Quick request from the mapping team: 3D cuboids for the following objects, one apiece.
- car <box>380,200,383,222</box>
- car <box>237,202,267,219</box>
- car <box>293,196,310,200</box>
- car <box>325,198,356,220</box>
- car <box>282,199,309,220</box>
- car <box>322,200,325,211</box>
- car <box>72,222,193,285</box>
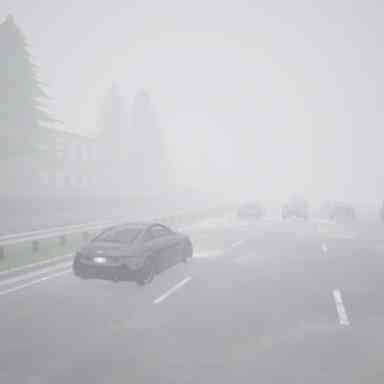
[{"bbox_3d":[13.949,1.145,21.699,2.150,2.045,5.566,0,0,19],"label":"car"},{"bbox_3d":[5.083,1.500,28.116,1.994,1.385,4.181,0,0,20],"label":"car"},{"bbox_3d":[12.765,1.245,39.331,2.097,1.767,4.553,0,0,20],"label":"car"},{"bbox_3d":[12.166,1.444,27.169,1.812,1.442,4.674,0,0,19],"label":"car"},{"bbox_3d":[8.468,1.529,27.188,1.895,1.301,4.718,0,0,19],"label":"car"},{"bbox_3d":[16.501,1.448,39.402,1.994,1.385,4.181,0,0,20],"label":"car"},{"bbox_3d":[-1.463,1.550,9.624,1.994,1.385,4.181,0,0,19],"label":"car"}]
